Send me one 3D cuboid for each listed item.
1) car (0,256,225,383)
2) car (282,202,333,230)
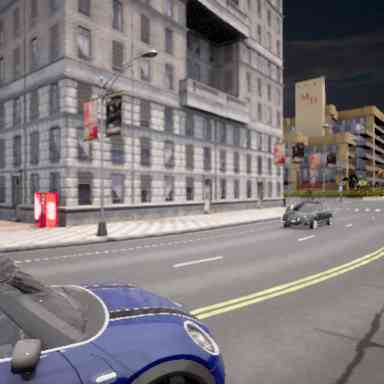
[{"bbox_3d":[-1.930,1.354,2.746,4.553,1.767,2.097,-1,0,-31],"label":"car"},{"bbox_3d":[7.307,1.404,20.729,1.837,1.490,4.892,0,0,40],"label":"car"}]
